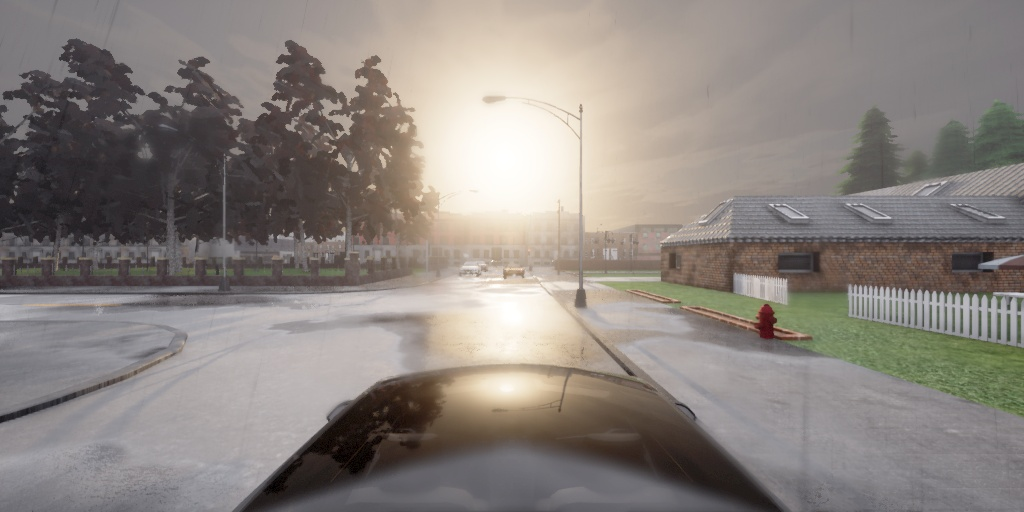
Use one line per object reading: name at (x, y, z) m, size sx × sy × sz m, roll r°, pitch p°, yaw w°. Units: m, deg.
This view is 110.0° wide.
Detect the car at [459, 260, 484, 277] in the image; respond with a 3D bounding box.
car at (-4.079, 1.276, 35.663) m, size 1.812 × 1.442 × 4.674 m, roll 0°, pitch 0°, yaw 0°

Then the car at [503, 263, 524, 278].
car at (0.155, 1.351, 33.715) m, size 1.895 × 1.301 × 4.718 m, roll 0°, pitch 0°, yaw -1°

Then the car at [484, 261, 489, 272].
car at (-4.049, 1.276, 45.463) m, size 1.812 × 1.442 × 4.674 m, roll 0°, pitch 0°, yaw 0°
